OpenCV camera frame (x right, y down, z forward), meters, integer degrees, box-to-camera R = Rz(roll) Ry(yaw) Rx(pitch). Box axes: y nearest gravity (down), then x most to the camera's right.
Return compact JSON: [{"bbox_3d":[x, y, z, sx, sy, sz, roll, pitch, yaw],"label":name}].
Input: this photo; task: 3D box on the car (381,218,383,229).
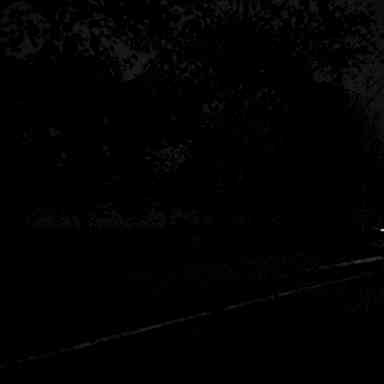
[{"bbox_3d":[22.086,3.441,36.823,1.994,1.385,4.181,2,-3,28],"label":"car"}]
